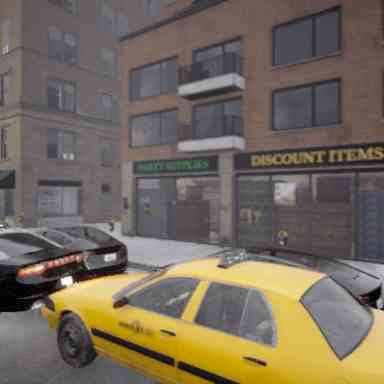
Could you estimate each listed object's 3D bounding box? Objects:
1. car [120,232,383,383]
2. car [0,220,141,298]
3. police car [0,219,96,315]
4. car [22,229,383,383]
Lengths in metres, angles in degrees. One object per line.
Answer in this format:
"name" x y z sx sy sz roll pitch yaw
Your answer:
"car" 0.935 1.605 5.873 4.313 1.339 1.947 0 0 36
"car" -3.647 1.609 9.211 4.313 1.339 1.947 0 0 36
"police car" -4.773 1.451 7.071 5.238 1.638 1.930 0 0 20
"car" 0.239 1.482 4.054 5.366 1.575 1.801 0 0 36
